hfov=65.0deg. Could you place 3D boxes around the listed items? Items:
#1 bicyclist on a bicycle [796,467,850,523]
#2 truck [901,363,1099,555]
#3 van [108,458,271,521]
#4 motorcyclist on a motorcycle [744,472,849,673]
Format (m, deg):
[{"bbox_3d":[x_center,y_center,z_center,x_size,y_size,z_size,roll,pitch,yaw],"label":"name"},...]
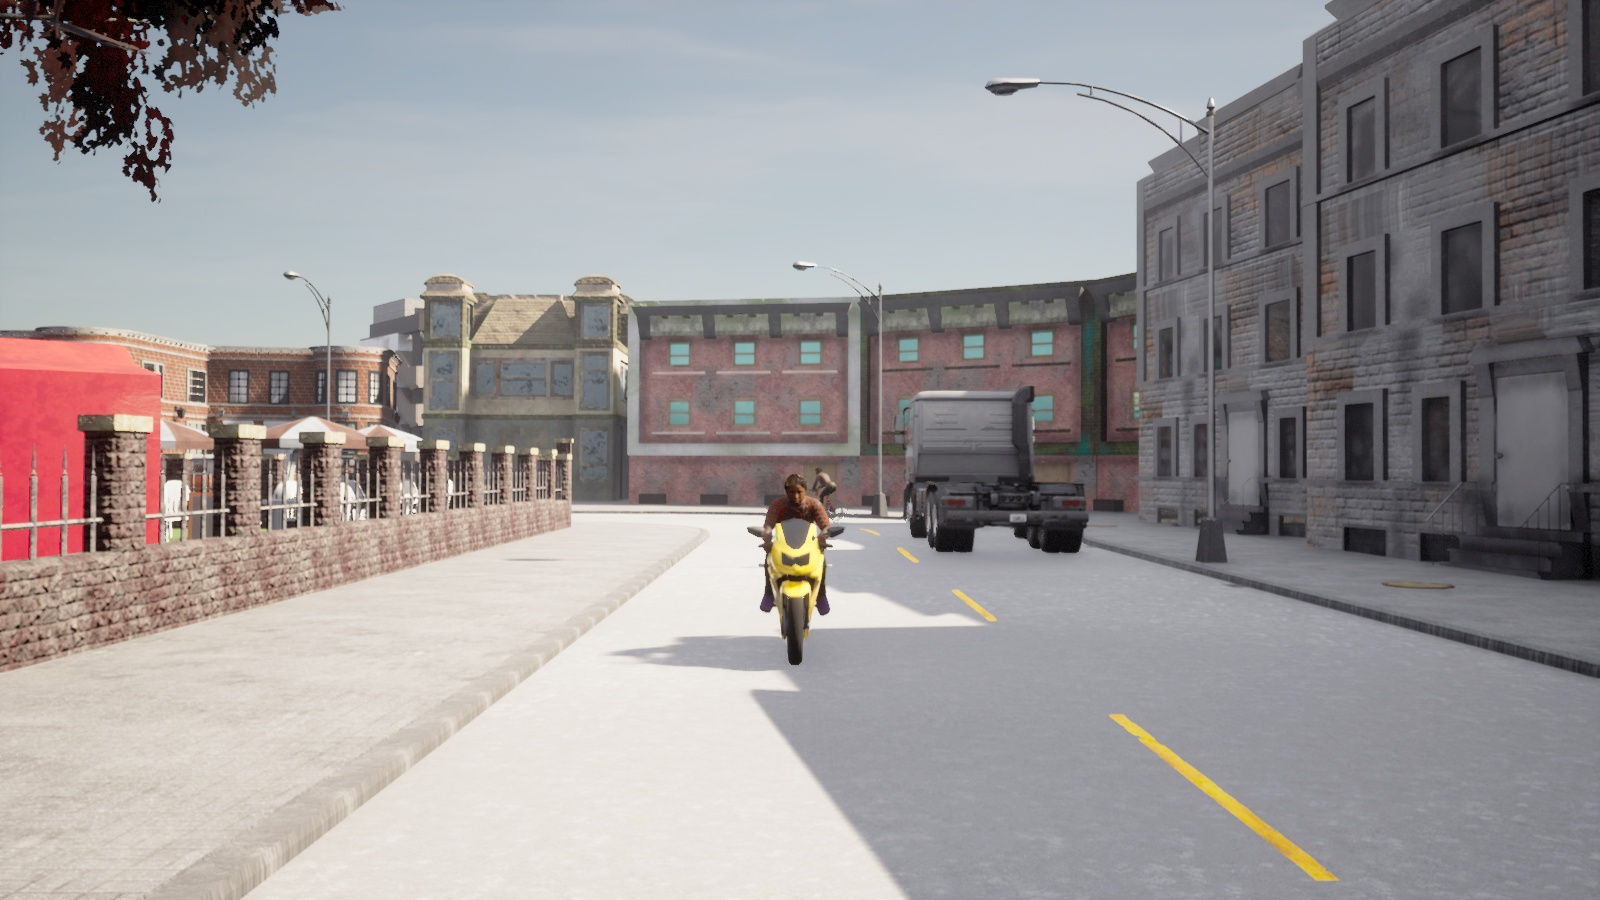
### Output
[{"bbox_3d":[0.679,1.336,37.728,0.582,1.620,1.656,-1,0,-44],"label":"bicyclist on a bicycle"},{"bbox_3d":[3.926,0.218,26.639,2.891,3.462,7.936,0,-1,0],"label":"truck"},{"bbox_3d":[-19.917,1.266,41.088,4.442,1.987,1.775,0,-1,0],"label":"van"},{"bbox_3d":[-0.029,0.955,10.606,0.797,1.523,2.044,0,-1,0],"label":"motorcyclist on a motorcycle"}]
